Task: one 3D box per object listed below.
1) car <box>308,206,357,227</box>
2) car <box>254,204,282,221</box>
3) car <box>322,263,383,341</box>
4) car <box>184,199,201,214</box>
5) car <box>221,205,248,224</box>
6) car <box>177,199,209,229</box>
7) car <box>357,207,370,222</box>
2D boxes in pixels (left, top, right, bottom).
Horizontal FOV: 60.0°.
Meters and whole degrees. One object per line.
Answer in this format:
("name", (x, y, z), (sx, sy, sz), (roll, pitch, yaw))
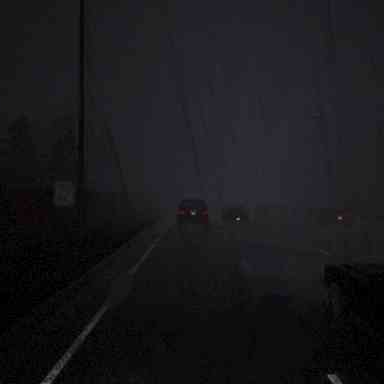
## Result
("car", (10.592, 1.872, 25.832), (1.994, 1.385, 4.181), (0, -1, 0))
("car", (7.091, 1.881, 31.418), (1.837, 1.490, 4.892), (0, 0, 0))
("car", (3.598, 1.659, 4.722), (1.895, 1.301, 4.718), (0, -1, 0))
("car", (0.087, 1.873, 43.942), (2.097, 1.767, 4.553), (0, -1, 0))
("car", (3.592, 1.843, 28.305), (1.837, 1.490, 4.892), (0, 0, 0))
("car", (0.081, 1.512, 24.250), (2.150, 2.045, 5.566), (0, 0, 0))
("car", (14.091, 1.963, 30.335), (1.895, 1.301, 4.718), (0, -1, 0))
